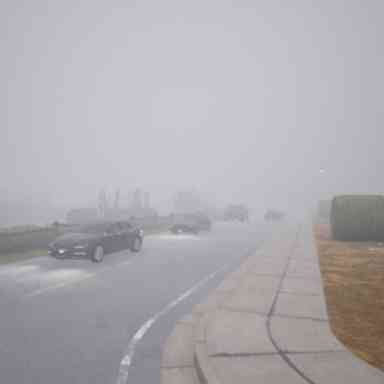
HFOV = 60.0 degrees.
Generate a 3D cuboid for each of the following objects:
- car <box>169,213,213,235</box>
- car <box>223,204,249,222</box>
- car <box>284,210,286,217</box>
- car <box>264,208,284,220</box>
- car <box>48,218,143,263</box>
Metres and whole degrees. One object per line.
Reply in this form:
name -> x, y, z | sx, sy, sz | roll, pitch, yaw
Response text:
car -> 0.081, 2.319, 24.965 | 2.033, 1.411, 5.357 | 0, -2, 19
car -> 5.392, 2.497, 40.038 | 2.150, 2.045, 5.566 | 0, -2, 20
car -> 14.245, 3.288, 54.275 | 1.812, 1.442, 4.674 | 0, -2, 19
car -> 10.867, 2.966, 44.595 | 1.812, 1.442, 4.674 | 0, -2, 19
car -> -3.780, 1.910, 13.931 | 1.837, 1.490, 4.892 | 0, -2, 19
